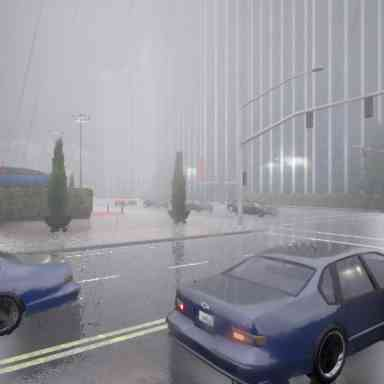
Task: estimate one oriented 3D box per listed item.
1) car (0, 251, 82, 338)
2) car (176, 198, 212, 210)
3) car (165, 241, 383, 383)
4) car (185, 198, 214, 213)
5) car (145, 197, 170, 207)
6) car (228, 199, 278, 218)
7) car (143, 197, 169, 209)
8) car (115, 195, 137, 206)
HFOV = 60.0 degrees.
[{"bbox_3d":[-4.552,1.547,5.044,5.357,1.411,2.033,0,0,-36],"label":"car"},{"bbox_3d":[0.173,1.547,44.521,2.033,1.411,5.357,0,0,-36],"label":"car"},{"bbox_3d":[2.224,1.547,5.389,5.357,1.411,2.033,0,0,-35],"label":"car"},{"bbox_3d":[0.497,1.525,38.136,1.812,1.442,4.674,0,0,-36],"label":"car"},{"bbox_3d":[-5.551,1.525,52.446,1.812,1.442,4.674,0,0,-36],"label":"car"},{"bbox_3d":[5.792,1.525,30.729,1.812,1.442,4.674,0,0,-34],"label":"car"},{"bbox_3d":[-4.981,1.504,45.672,1.837,1.490,4.892,0,0,-36],"label":"car"},{"bbox_3d":[-10.697,1.352,53.605,2.097,1.767,4.553,0,0,-36],"label":"car"}]
